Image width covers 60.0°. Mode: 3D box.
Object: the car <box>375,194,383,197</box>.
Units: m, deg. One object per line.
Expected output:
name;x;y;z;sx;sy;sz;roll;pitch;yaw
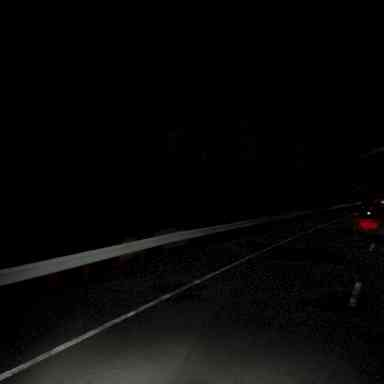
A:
car;22.144;1.221;38.121;2.150;2.045;5.566;0;0;36

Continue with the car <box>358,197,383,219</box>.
car;16.079;1.505;29.588;1.837;1.490;4.892;0;0;35
